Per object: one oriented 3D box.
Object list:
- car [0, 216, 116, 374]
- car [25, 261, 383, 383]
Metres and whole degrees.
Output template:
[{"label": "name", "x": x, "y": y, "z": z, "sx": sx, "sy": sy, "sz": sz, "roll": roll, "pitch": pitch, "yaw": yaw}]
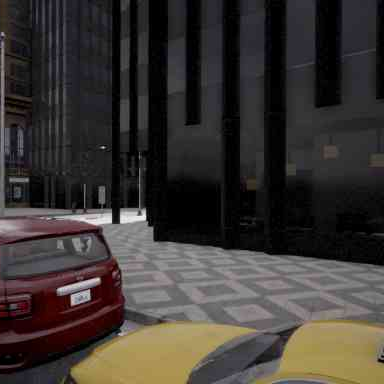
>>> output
[{"label": "car", "x": -3.242, "y": 1.314, "z": 5.271, "sx": 5.009, "sy": 1.841, "sz": 2.192, "roll": 0, "pitch": 0, "yaw": 36}, {"label": "car", "x": 1.037, "y": 1.525, "z": 2.220, "sx": 4.829, "sy": 1.417, "sz": 1.752, "roll": 0, "pitch": 0, "yaw": 36}]
